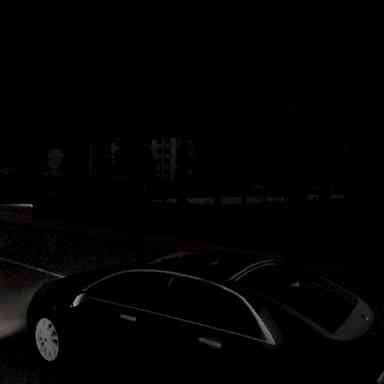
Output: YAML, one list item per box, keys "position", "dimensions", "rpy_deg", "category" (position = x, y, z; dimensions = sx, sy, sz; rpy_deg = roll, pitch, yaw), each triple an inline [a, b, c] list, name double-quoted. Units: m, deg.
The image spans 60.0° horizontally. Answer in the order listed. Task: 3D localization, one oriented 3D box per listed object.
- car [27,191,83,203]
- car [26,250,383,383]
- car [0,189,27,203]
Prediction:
- position: [-14.514, 0.598, 36.142]
  dimensions: [2.033, 1.411, 5.357]
  rpy_deg: [2, 1, 38]
  category: "car"
- position: [-0.111, 1.491, 4.062]
  dimensions: [4.892, 1.490, 1.837]
  rpy_deg: [1, 0, 36]
  category: "car"
- position: [-19.447, 0.422, 35.478]
  dimensions: [2.128, 1.511, 4.902]
  rpy_deg: [2, 1, 38]
  category: "car"
